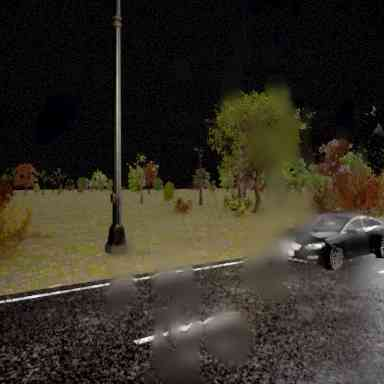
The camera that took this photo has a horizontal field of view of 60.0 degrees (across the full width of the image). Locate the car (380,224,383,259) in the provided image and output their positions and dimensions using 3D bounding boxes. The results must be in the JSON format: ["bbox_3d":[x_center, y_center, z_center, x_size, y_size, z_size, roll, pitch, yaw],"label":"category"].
[{"bbox_3d":[6.998,1.558,8.606,4.181,1.385,1.994,0,0,-35],"label":"car"}]

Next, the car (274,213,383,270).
[{"bbox_3d":[4.798,1.486,11.033,4.902,1.511,2.128,0,0,-35],"label":"car"}]
